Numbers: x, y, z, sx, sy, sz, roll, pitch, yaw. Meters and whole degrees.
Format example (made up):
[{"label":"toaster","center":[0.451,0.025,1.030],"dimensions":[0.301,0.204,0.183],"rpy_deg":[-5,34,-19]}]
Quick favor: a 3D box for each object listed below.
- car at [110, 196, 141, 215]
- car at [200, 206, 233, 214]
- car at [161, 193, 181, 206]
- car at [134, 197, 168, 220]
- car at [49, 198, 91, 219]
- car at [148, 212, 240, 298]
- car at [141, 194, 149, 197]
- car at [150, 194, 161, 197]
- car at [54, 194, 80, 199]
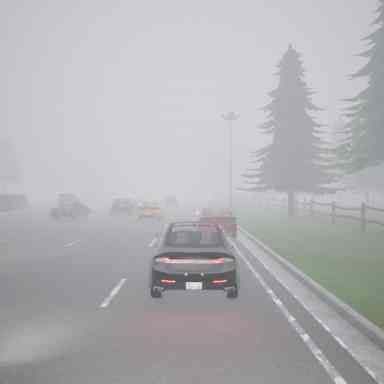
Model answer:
[{"label":"car","center":[-6.875,1.352,34.165],"dimensions":[2.097,1.767,4.553],"rpy_deg":[0,0,0]},{"label":"car","center":[1.238,1.478,17.810],"dimensions":[1.882,1.535,5.008],"rpy_deg":[0,0,0]},{"label":"car","center":[-3.360,1.351,54.494],"dimensions":[2.097,1.767,4.553],"rpy_deg":[0,0,0]},{"label":"car","center":[-3.379,1.477,28.198],"dimensions":[1.882,1.535,5.008],"rpy_deg":[0,0,0]},{"label":"car","center":[-10.379,1.547,28.632],"dimensions":[2.033,1.411,5.357],"rpy_deg":[0,0,0]},{"label":"car","center":[0.058,1.492,8.469],"dimensions":[2.128,1.511,4.902],"rpy_deg":[0,0,0]},{"label":"car","center":[-10.352,1.564,65.971],"dimensions":[1.994,1.385,4.181],"rpy_deg":[0,0,0]},{"label":"car","center":[-6.851,1.525,66.882],"dimensions":[1.812,1.442,4.674],"rpy_deg":[0,0,0]},{"label":"car","center":[-15.387,1.221,41.676],"dimensions":[2.150,2.045,5.566],"rpy_deg":[0,0,-11]}]
